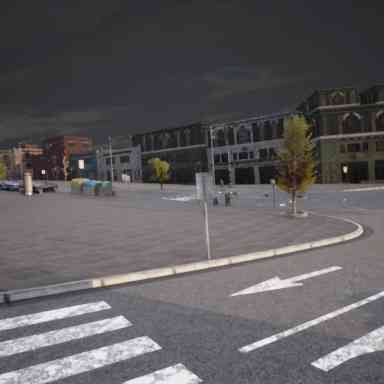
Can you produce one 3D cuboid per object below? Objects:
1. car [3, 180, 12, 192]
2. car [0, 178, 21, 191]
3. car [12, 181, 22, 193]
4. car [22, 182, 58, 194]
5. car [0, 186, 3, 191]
[{"bbox_3d":[-26.742,-0.862,52.654,2.002,1.452,4.674,0,6,16],"label":"car"},{"bbox_3d":[-31.576,-1.269,56.006,2.185,1.767,4.553,0,6,15],"label":"car"},{"bbox_3d":[-24.343,-0.775,50.924,2.231,1.521,4.892,1,6,17],"label":"car"},{"bbox_3d":[-21.982,-0.610,49.135,2.163,1.488,4.792,1,6,17],"label":"car"},{"bbox_3d":[-29.139,-1.028,54.365,2.097,1.535,5.008,1,6,16],"label":"car"}]
